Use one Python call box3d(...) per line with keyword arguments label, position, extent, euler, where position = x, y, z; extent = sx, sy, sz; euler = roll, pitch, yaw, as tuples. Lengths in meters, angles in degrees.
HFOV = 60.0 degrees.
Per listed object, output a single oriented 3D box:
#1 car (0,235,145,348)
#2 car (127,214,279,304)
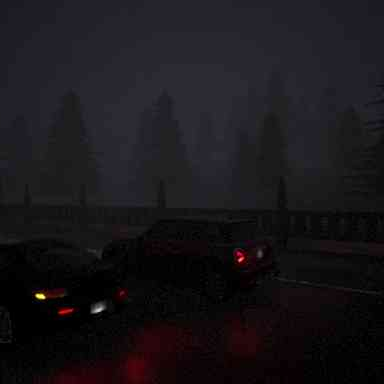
box3d(label="car", position=(-3.278, 1.572, 6.330), extent=(4.674, 1.442, 1.812), euler=(-1, 0, 36))
box3d(label="car", position=(-0.250, 1.389, 8.470), extent=(4.553, 1.767, 2.097), euler=(-1, 0, 36))
